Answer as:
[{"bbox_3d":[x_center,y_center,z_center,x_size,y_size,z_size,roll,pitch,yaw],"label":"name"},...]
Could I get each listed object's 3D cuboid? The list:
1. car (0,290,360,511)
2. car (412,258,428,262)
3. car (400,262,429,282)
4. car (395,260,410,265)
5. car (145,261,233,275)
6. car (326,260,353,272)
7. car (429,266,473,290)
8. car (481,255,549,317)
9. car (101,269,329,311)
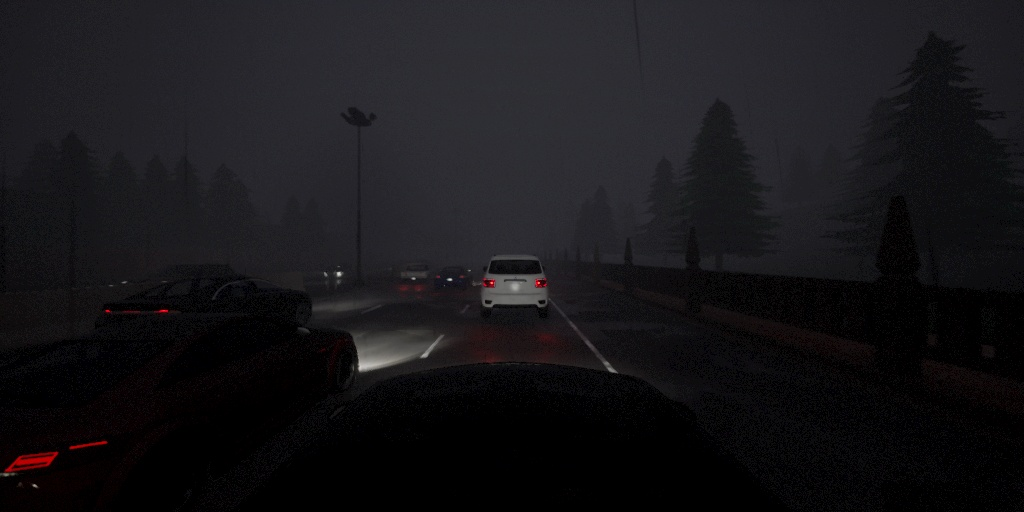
[{"bbox_3d":[-3.399,1.314,3.989,1.994,1.385,4.181,0,0,0],"label":"car"},{"bbox_3d":[-15.179,1.299,60.847,2.033,1.411,5.357,0,0,-1],"label":"car"},{"bbox_3d":[-7.247,1.352,28.346,1.895,1.301,4.718,0,0,-2],"label":"car"},{"bbox_3d":[-18.698,1.352,61.971,1.895,1.301,4.718,0,0,-1],"label":"car"},{"bbox_3d":[-14.148,1.101,15.585,2.097,1.767,4.553,0,0,-1],"label":"car"},{"bbox_3d":[-21.874,1.277,45.738,1.812,1.442,4.674,0,0,-1],"label":"car"},{"bbox_3d":[-3.582,1.315,22.374,1.994,1.385,4.181,0,0,-1],"label":"car"},{"bbox_3d":[0.081,0.972,13.274,2.150,2.045,5.566,0,0,0],"label":"car"},{"bbox_3d":[-6.903,1.242,8.817,2.128,1.511,4.902,0,0,0],"label":"car"}]
